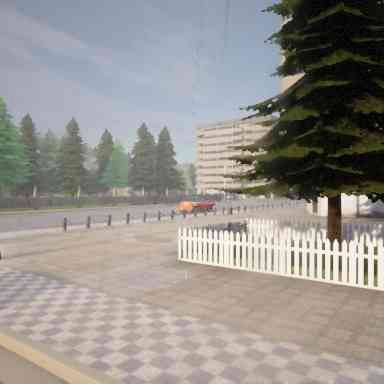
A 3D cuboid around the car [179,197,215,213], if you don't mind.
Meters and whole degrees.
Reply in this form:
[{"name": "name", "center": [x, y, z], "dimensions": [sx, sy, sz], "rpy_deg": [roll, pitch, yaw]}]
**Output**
[{"name": "car", "center": [0.656, 1.348, 36.212], "dimensions": [2.097, 1.767, 4.553], "rpy_deg": [0, 0, 36]}]
